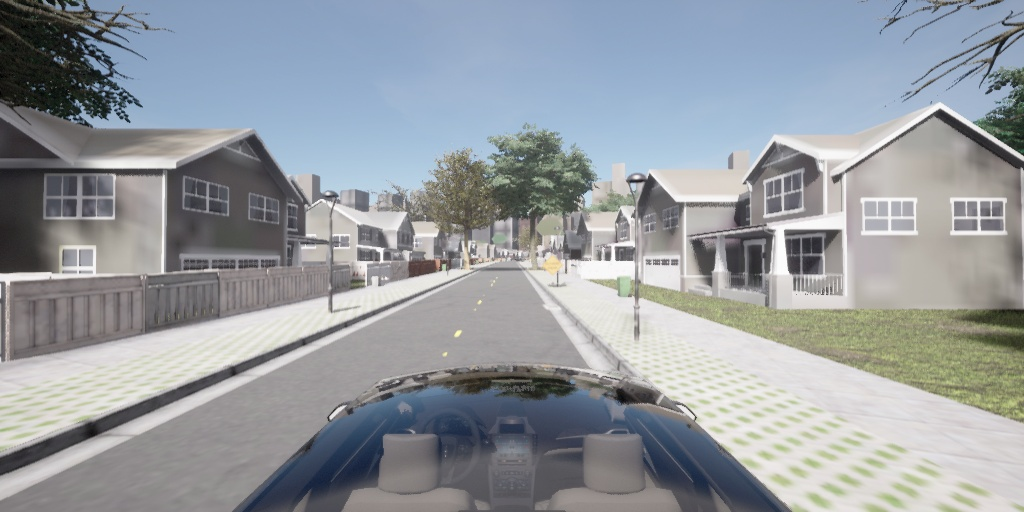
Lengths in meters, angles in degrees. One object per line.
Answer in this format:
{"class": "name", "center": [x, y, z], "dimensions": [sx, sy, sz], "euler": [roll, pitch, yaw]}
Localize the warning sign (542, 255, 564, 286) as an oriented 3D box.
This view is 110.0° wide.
{"class": "warning sign", "center": [2.518, 0.856, 22.048], "dimensions": [1.300, 1.860, 1.060], "euler": [0, 0, 0]}
